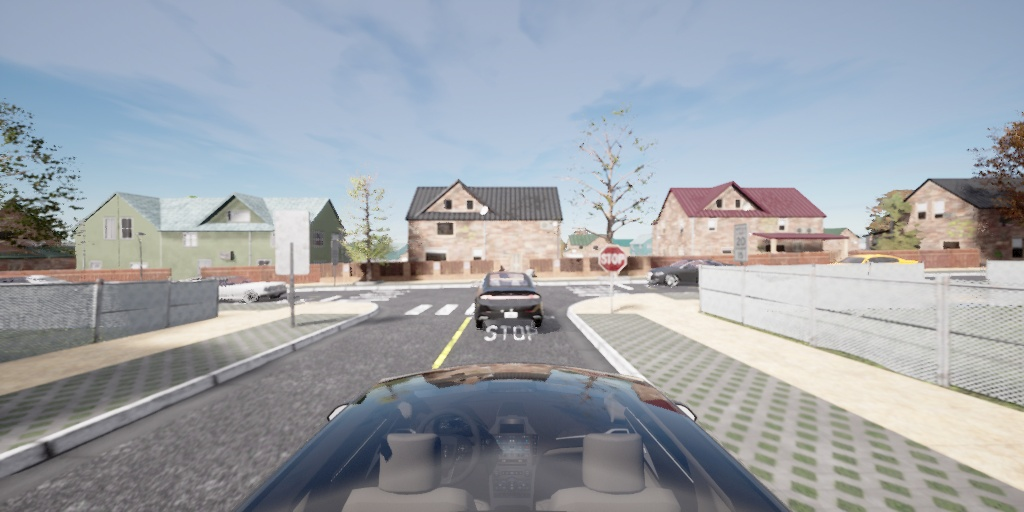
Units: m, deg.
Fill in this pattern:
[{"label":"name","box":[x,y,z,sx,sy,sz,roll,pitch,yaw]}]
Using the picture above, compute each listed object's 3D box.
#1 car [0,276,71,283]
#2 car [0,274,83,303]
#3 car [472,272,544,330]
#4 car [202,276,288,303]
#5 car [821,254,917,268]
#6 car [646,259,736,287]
[{"label":"car","box":[-24.987,1.806,17.827,4.902,1.511,2.128,-1,1,0]},{"label":"car","box":[-28.337,1.875,20.776,4.674,1.442,1.812,-1,1,0]},{"label":"car","box":[-0.197,1.241,11.231,2.128,1.511,4.902,0,0,-4]},{"label":"car","box":[-13.881,1.652,17.835,4.718,1.301,1.895,-1,1,0]},{"label":"car","box":[20.422,0.674,20.823,5.008,1.535,1.882,-2,1,0]},{"label":"car","box":[10.383,0.924,20.814,4.902,1.511,2.128,-1,1,0]}]
